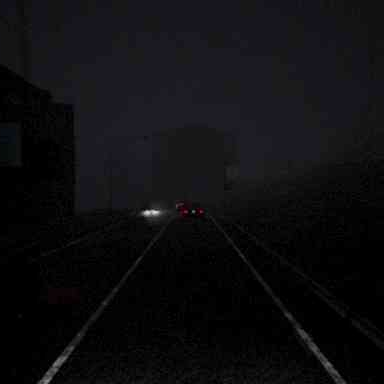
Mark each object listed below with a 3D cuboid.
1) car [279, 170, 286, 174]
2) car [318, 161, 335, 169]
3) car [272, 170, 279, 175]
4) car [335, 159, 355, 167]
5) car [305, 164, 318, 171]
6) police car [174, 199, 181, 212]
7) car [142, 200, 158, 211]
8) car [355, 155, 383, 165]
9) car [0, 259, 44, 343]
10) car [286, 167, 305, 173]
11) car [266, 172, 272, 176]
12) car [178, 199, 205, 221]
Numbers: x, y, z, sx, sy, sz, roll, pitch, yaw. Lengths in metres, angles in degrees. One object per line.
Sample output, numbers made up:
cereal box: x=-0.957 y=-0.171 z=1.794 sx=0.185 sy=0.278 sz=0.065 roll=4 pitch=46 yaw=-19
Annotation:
car: x=21.424 y=-4.226 z=73.314 sx=2.002 sy=1.452 sz=4.674 roll=0 pitch=1 yaw=-1
car: x=21.895 y=-3.983 z=51.366 sx=2.231 sy=1.521 sz=4.892 roll=0 pitch=1 yaw=-1
car: x=21.304 y=-4.460 z=78.987 sx=2.185 sy=1.767 sz=4.553 roll=0 pitch=1 yaw=-1
car: x=22.125 y=-3.845 z=45.824 sx=2.002 sy=1.452 sz=4.674 roll=0 pitch=1 yaw=-2
car: x=21.771 y=-4.064 z=56.884 sx=2.231 sy=1.521 sz=4.892 roll=0 pitch=1 yaw=-1
police car: x=-1.171 y=1.723 z=42.722 sx=2.038 sy=1.542 sz=4.974 roll=0 pitch=-1 yaw=-10
car: x=-6.132 y=1.869 z=48.164 sx=2.128 sy=1.511 sz=4.902 roll=0 pitch=-2 yaw=-17
car: x=22.474 y=-3.781 z=40.287 sx=2.097 sy=1.535 sz=5.008 roll=0 pitch=1 yaw=-4
car: x=-3.597 y=1.545 z=3.704 sx=2.033 sy=1.411 sz=5.357 roll=0 pitch=0 yaw=0
car: x=21.540 y=-4.325 z=67.820 sx=2.185 sy=1.767 sz=4.553 roll=0 pitch=1 yaw=-1
car: x=21.188 y=-4.522 z=84.506 sx=2.185 sy=1.767 sz=4.553 roll=0 pitch=1 yaw=-1
car: x=0.113 y=1.578 z=27.704 sx=2.033 sy=1.411 sz=5.357 roll=0 pitch=-1 yaw=0
